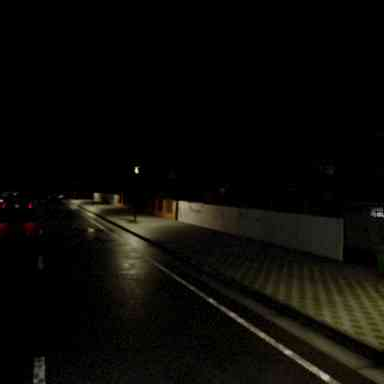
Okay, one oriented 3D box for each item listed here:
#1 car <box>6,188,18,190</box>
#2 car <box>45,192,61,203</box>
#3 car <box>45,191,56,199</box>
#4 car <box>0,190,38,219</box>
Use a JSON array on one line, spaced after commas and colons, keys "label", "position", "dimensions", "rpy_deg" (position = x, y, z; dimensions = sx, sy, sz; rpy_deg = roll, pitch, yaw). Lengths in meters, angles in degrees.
[{"label": "car", "position": [-31.503, 0.298, 58.018], "dimensions": [2.150, 2.045, 5.566], "rpy_deg": [2, 0, -24]}, {"label": "car", "position": [-21.632, 0.932, 52.163], "dimensions": [1.994, 1.385, 4.181], "rpy_deg": [2, 0, -24]}, {"label": "car", "position": [-31.608, 0.644, 74.050], "dimensions": [2.033, 1.411, 5.357], "rpy_deg": [2, 0, -24]}, {"label": "car", "position": [-12.604, 0.951, 24.250], "dimensions": [2.097, 1.767, 4.553], "rpy_deg": [2, 0, -24]}]
